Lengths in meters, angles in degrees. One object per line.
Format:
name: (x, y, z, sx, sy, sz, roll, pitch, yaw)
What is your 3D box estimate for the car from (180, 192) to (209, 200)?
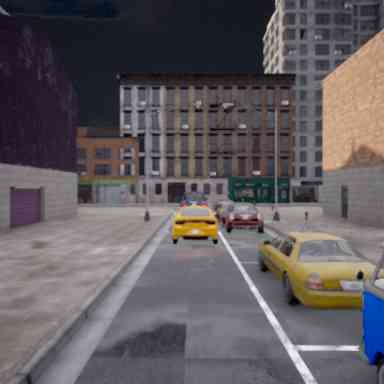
car: (0.189, 0.996, 27.647, 2.150, 2.045, 5.566, 0, 0, 1)

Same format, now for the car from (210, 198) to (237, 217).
car: (2.713, 1.310, 29.453, 2.008, 1.369, 4.403, 0, 0, 0)

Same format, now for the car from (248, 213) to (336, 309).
car: (2.655, 1.461, 7.722, 1.752, 1.417, 4.829, 0, 0, 0)

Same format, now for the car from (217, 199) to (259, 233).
car: (2.683, 1.289, 18.501, 1.967, 1.590, 4.097, 0, 0, 0)

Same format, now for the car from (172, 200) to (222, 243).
car: (0.140, 1.352, 15.356, 1.882, 1.535, 5.008, 0, 1, 0)

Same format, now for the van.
van: (2.640, 1.323, 2.074, 1.690, 1.788, 3.998, 0, 0, 0)
